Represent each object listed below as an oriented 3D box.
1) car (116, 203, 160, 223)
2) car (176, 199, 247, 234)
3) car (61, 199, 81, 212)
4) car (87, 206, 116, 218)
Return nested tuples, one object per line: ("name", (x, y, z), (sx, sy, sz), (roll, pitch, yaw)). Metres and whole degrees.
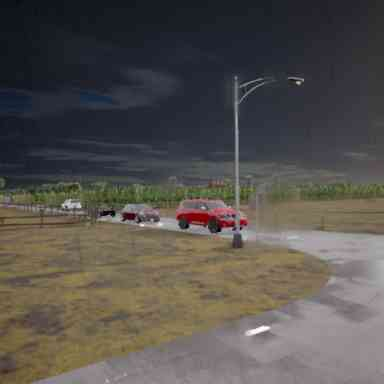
("car", (-4.710, 1.825, 30.107), (2.097, 1.767, 4.553), (0, -1, -36))
("car", (1.123, 1.504, 21.986), (2.150, 2.045, 5.566), (0, -1, -36))
("car", (-21.032, 2.315, 57.848), (2.150, 2.045, 5.566), (0, -1, -36))
("car", (-10.332, 2.261, 37.937), (1.895, 1.301, 4.718), (0, -1, -36))
